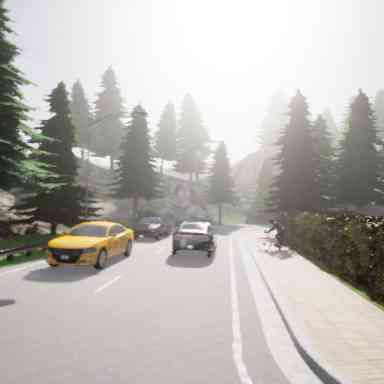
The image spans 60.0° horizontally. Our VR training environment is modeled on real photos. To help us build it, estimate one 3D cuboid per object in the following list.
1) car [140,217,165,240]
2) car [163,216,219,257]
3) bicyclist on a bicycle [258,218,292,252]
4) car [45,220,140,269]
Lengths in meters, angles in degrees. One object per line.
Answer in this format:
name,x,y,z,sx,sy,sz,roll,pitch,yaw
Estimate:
car,-2.716,2.432,22.976,2.033,1.411,5.357,2,-2,8
car,0.217,2.203,16.464,2.128,1.511,4.902,2,-2,7
bicyclist on a bicycle,4.080,2.136,16.404,1.656,1.620,0.582,1,-2,6
car,-3.781,1.920,13.096,1.882,1.535,5.008,2,-2,6
